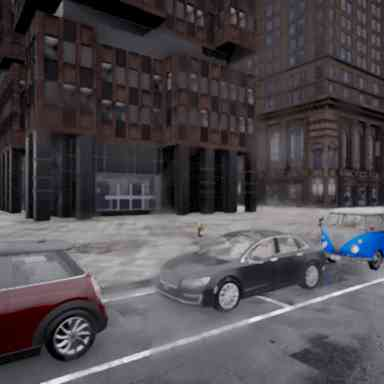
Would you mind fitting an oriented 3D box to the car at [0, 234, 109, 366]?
[{"bbox_3d":[-3.305,1.439,4.282,4.097,1.590,1.967,0,0,-36],"label":"car"}]

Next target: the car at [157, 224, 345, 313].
[{"bbox_3d":[1.293,1.581,7.613,4.403,1.369,2.008,0,0,-36],"label":"car"}]

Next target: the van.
[{"bbox_3d":[5.892,1.404,10.944,3.998,1.788,1.690,0,0,-36],"label":"van"}]
